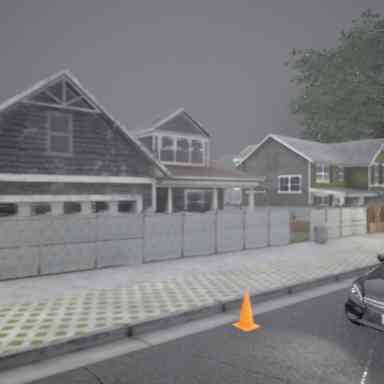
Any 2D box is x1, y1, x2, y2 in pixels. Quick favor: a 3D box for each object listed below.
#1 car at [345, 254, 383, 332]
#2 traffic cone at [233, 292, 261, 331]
[{"bbox_3d":[4.699,1.625,6.165,4.674,1.442,1.812,1,-1,-38],"label":"car"},{"bbox_3d":[0.942,2.011,5.719,0.340,0.580,0.340,1,-1,-36],"label":"traffic cone"}]
